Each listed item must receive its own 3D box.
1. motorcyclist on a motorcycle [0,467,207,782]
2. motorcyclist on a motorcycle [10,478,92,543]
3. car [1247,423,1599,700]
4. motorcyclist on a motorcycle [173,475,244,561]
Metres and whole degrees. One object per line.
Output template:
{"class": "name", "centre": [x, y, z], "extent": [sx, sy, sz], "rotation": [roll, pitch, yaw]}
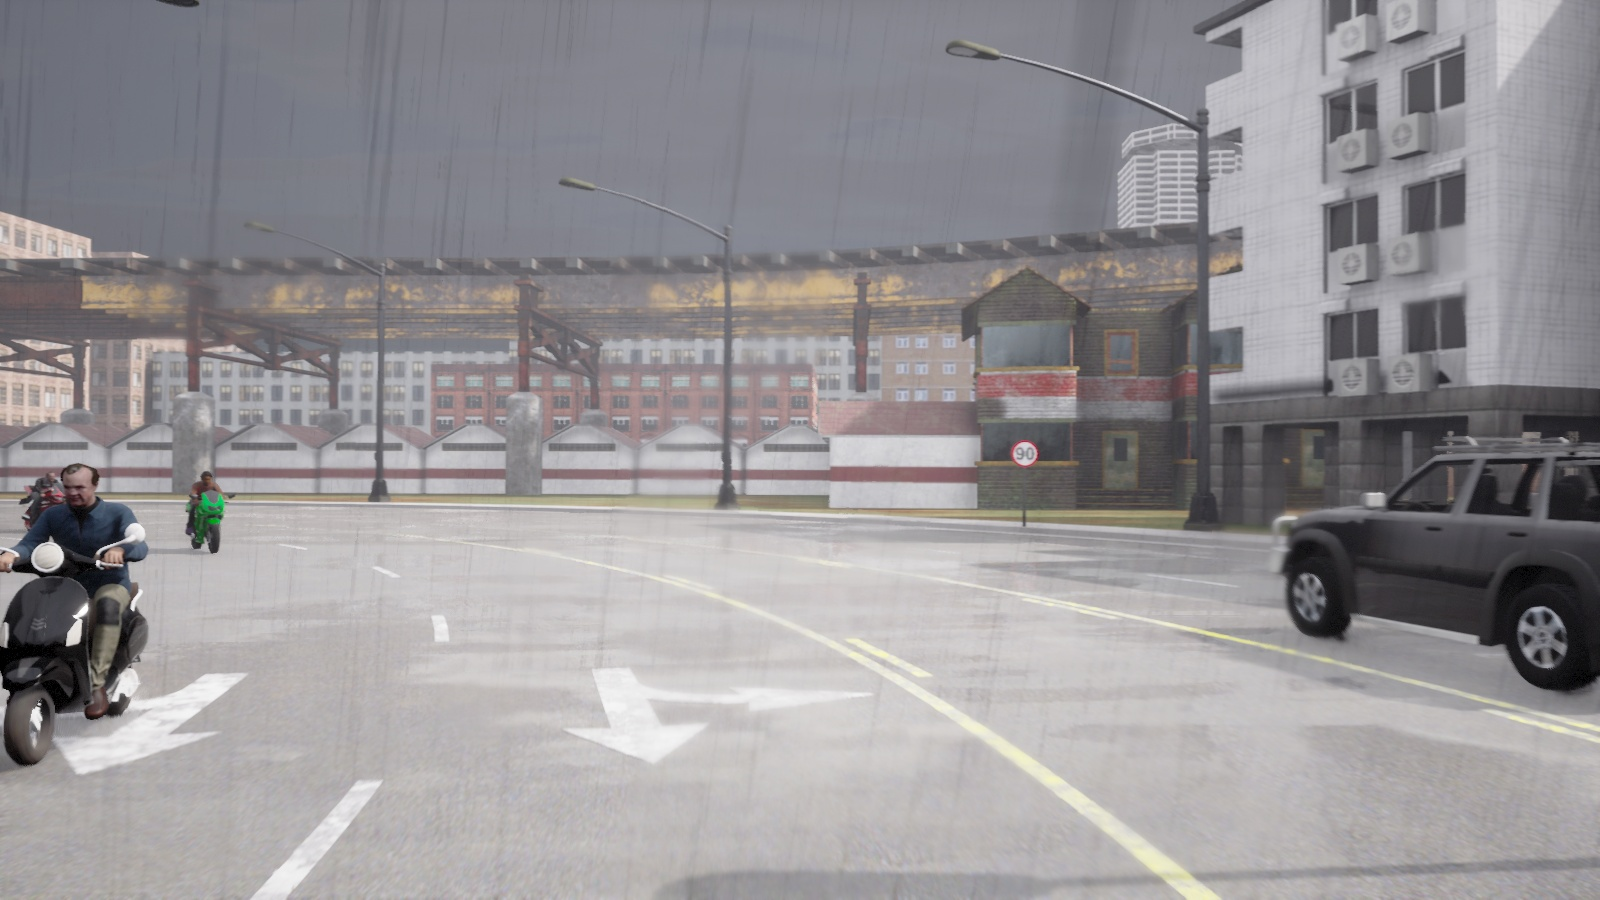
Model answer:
{"class": "motorcyclist on a motorcycle", "centre": [-4.162, 0.904, 7.290], "extent": [0.866, 1.590, 1.817], "rotation": [-1, -1, -11]}
{"class": "motorcyclist on a motorcycle", "centre": [-18.302, 1.446, 30.662], "extent": [2.191, 1.530, 0.866], "rotation": [-1, -1, 34]}
{"class": "car", "centre": [5.916, 0.783, 10.652], "extent": [1.932, 1.855, 4.605], "rotation": [0, -1, -11]}
{"class": "motorcyclist on a motorcycle", "centre": [-11.103, 1.241, 23.521], "extent": [0.797, 1.523, 2.044], "rotation": [0, -1, -37]}
